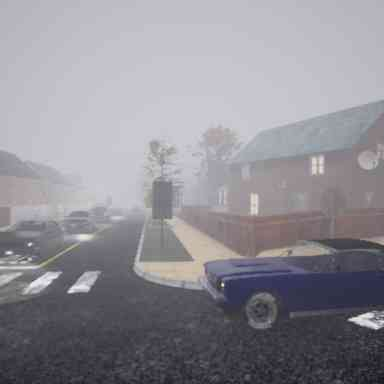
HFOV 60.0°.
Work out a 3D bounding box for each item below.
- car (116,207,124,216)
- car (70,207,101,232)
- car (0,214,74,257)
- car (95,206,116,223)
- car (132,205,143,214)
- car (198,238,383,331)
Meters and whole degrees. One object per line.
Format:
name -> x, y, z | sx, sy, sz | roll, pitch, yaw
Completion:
car -> -11.439, 2.917, 50.854 | 1.895, 1.301, 4.718 | 1, -2, -7
car -> -8.373, 2.160, 25.095 | 1.837, 1.490, 4.892 | 1, -2, -7
car -> -7.143, 1.947, 15.061 | 2.033, 1.411, 5.357 | 1, -2, -7
car -> -9.567, 2.258, 34.892 | 2.097, 1.767, 4.553 | 1, -2, -7
car -> -9.406, 3.016, 57.705 | 2.128, 1.511, 4.902 | 1, -2, -7
car -> 2.529, 1.611, 6.483 | 4.718, 1.301, 1.895 | -1, -2, -9
